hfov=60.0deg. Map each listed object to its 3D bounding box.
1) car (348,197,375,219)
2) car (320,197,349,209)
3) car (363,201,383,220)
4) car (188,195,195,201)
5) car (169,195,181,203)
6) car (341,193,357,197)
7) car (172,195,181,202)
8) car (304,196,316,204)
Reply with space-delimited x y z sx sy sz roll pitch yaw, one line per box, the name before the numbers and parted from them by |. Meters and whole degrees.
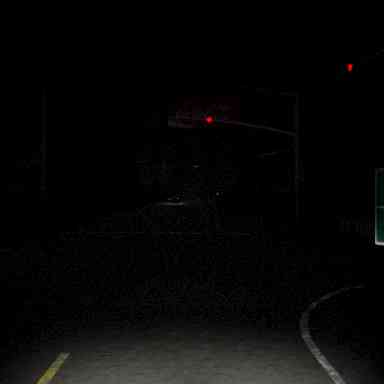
car | 14.316 1.505 25.001 3.866 1.878 1.905 0 0 0
car | 20.579 1.755 47.799 4.181 1.385 1.994 0 0 0
car | 18.631 1.672 30.680 4.611 1.667 2.242 0 0 0
car | -0.113 1.552 86.348 1.994 1.385 4.181 0 0 0
car | -3.598 1.352 68.605 2.097 1.767 4.553 0 0 0
car | 34.755 1.489 71.902 2.007 1.523 4.514 0 0 0
car | -3.603 1.540 78.927 2.033 1.411 5.357 0 0 0
car | 22.368 1.552 64.085 1.970 1.475 3.806 0 0 0
